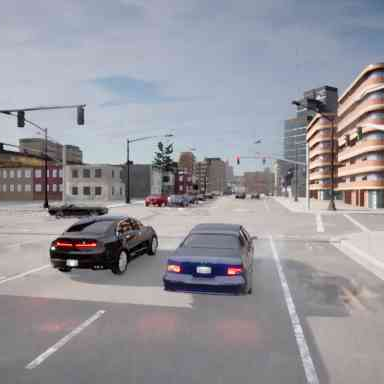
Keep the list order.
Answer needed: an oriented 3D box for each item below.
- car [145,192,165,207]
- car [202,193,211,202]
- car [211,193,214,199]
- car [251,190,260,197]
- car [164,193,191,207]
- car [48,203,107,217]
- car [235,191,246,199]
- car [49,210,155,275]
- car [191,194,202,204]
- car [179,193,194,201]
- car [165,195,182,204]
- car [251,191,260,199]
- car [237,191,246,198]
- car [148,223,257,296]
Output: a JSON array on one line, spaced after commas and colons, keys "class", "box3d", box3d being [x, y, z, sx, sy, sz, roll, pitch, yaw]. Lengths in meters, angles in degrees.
[{"class": "car", "box3d": [-5.152, 1.080, 49.265, 2.150, 2.045, 5.566, 0, 1, 11]}, {"class": "car", "box3d": [1.770, 1.119, 65.949, 2.033, 1.411, 5.357, 0, 1, 12]}, {"class": "car", "box3d": [3.813, 0.862, 76.189, 1.882, 1.535, 5.008, 0, 1, 11]}, {"class": "car", "box3d": [16.351, 0.464, 85.546, 2.097, 1.767, 4.553, 0, 1, 11]}, {"class": "car", "box3d": [-1.944, 1.222, 47.389, 2.097, 1.767, 4.553, 0, 1, 11]}, {"class": "car", "box3d": [-9.703, 1.585, 28.670, 4.718, 1.301, 1.895, -1, 0, 0]}, {"class": "car", "box3d": [11.099, 0.901, 76.969, 1.994, 1.385, 4.181, 0, 1, 11]}, {"class": "car", "box3d": [-2.509, 1.505, 10.604, 1.837, 1.490, 4.892, 0, 0, 11]}, {"class": "car", "box3d": [-0.184, 1.235, 56.299, 2.128, 1.511, 4.902, 0, 1, 11]}, {"class": "car", "box3d": [-1.127, 1.073, 69.196, 2.033, 1.411, 5.357, 0, 1, 11]}, {"class": "car", "box3d": [-3.249, 1.238, 58.822, 1.812, 1.442, 4.674, 0, 1, 12]}, {"class": "car", "box3d": [14.347, 0.880, 75.342, 2.128, 1.511, 4.902, 0, 1, 11]}, {"class": "car", "box3d": [12.995, 0.552, 86.621, 2.097, 1.767, 4.553, 0, 1, 11]}, {"class": "car", "box3d": [0.708, 1.547, 8.860, 2.033, 1.411, 5.357, 0, 0, 11]}]
